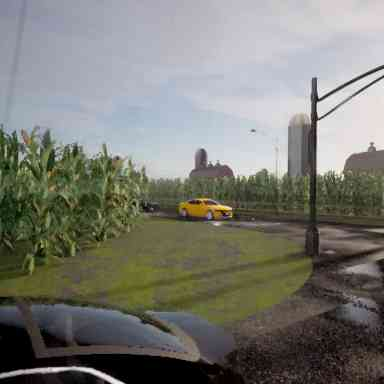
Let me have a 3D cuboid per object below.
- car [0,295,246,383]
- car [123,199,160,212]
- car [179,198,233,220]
[{"bbox_3d":[-1.827,1.504,1.625,4.892,1.490,1.837,0,0,-34],"label":"car"},{"bbox_3d":[-5.173,1.322,33.915,1.895,1.301,4.718,2,0,-38],"label":"car"},{"bbox_3d":[1.008,1.279,25.976,1.882,1.535,5.008,2,0,-38],"label":"car"}]
